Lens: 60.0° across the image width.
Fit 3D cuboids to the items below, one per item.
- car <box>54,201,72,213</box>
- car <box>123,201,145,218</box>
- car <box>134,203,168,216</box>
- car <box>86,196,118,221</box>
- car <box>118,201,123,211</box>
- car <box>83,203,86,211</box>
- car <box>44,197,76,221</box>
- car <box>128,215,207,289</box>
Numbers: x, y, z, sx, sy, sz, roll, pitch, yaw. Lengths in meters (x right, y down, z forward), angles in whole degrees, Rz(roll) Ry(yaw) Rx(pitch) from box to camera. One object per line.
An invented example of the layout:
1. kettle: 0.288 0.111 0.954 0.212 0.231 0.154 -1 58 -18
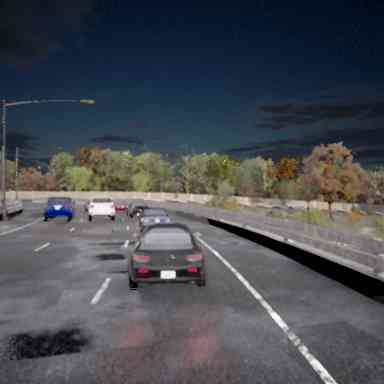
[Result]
1. car: -16.619 1.876 42.619 1.895 1.301 4.718 0 0 -24
2. car: -5.316 1.711 32.629 1.837 1.490 4.892 0 0 -17
3. car: -2.420 1.679 21.104 2.033 1.411 5.357 0 0 -11
4. car: -8.124 1.405 29.813 2.150 2.045 5.566 0 -1 -16
5. car: -9.565 1.841 43.967 1.994 1.385 4.181 0 0 -24
6. car: -12.733 1.819 42.545 2.033 1.411 5.357 0 0 -23
7. car: -11.498 1.410 29.071 2.150 2.045 5.566 0 0 -17
8. car: -0.690 1.584 9.262 1.812 1.442 4.674 0 0 -5
